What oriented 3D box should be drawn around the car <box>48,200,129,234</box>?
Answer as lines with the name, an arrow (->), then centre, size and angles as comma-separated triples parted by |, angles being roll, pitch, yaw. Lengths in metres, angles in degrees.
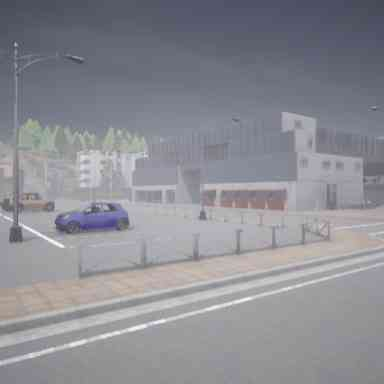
car -> -5.204, 1.327, 17.300 | 3.633, 1.501, 1.845 | 0, 0, -35

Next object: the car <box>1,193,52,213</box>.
car -> -15.733, 1.049, 32.613 | 4.605, 1.855, 1.932 | 0, 0, -35

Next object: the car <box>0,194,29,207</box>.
car -> -25.062, 1.103, 45.248 | 5.027, 1.636, 2.152 | 0, 0, -35

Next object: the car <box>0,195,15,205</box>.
car -> -29.002, 1.181, 50.324 | 3.806, 1.475, 1.970 | 0, 0, -35
